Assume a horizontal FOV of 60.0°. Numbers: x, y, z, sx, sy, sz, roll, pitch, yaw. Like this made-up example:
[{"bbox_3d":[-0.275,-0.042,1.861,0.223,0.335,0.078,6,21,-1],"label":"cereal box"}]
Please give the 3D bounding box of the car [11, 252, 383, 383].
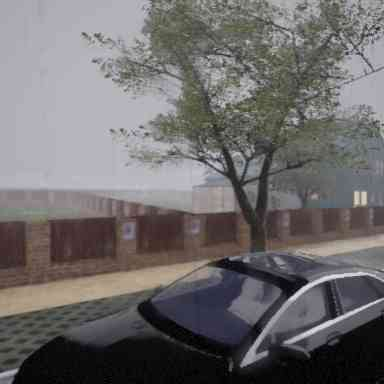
[{"bbox_3d":[0.746,1.501,3.596,4.902,1.511,2.128,0,0,-35],"label":"car"}]
